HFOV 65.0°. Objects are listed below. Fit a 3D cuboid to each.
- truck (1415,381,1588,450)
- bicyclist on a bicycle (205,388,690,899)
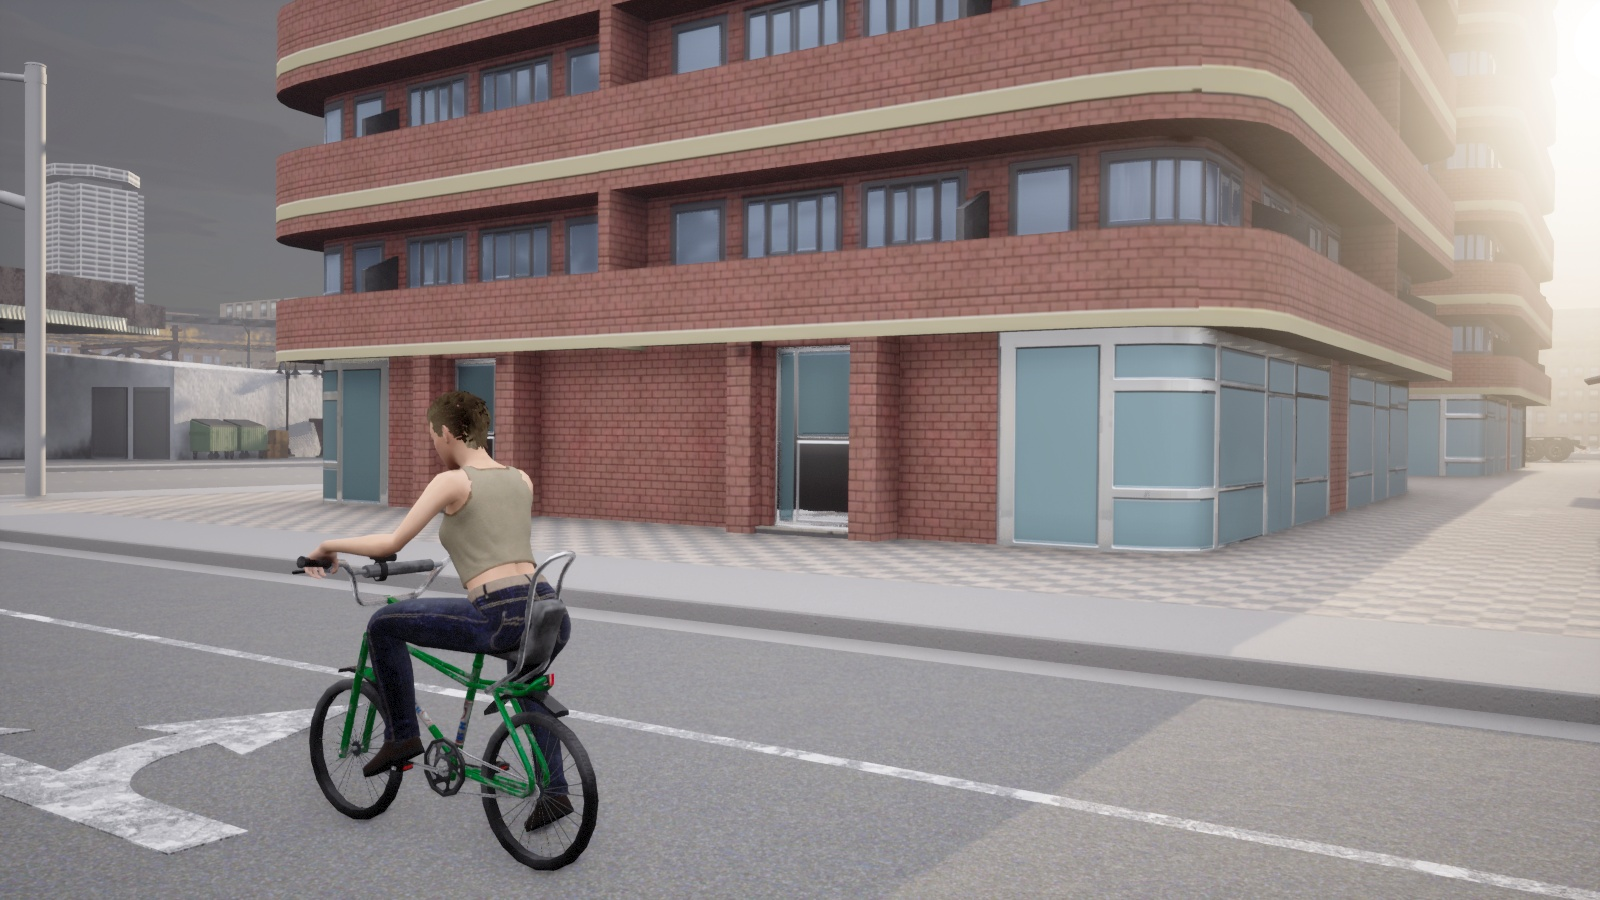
[{"bbox_3d":[38.043,-1.803,68.235,7.936,3.462,2.891,-1,0,34],"label":"truck"},{"bbox_3d":[-1.262,0.618,4.465,1.509,1.612,0.866,0,1,33],"label":"bicyclist on a bicycle"}]
